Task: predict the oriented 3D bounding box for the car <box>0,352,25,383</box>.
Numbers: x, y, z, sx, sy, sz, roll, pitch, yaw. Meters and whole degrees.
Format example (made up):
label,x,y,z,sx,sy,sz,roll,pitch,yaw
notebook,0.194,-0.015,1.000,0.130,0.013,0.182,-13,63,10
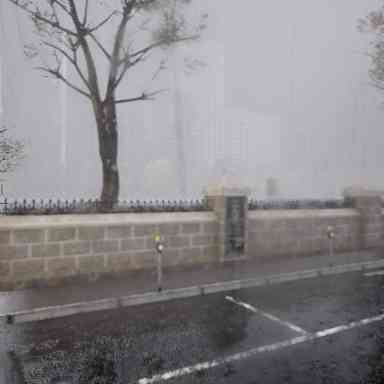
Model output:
label,x,y,z,sx,sy,sz,roll,pitch,yaw
car,-3.361,1.582,1.063,5.357,1.411,2.033,1,-1,-28
